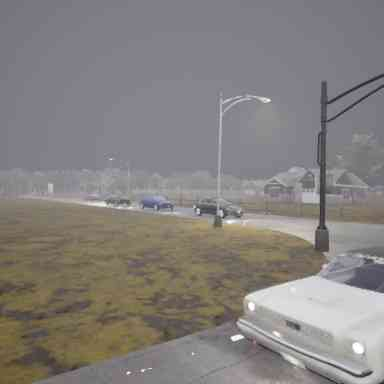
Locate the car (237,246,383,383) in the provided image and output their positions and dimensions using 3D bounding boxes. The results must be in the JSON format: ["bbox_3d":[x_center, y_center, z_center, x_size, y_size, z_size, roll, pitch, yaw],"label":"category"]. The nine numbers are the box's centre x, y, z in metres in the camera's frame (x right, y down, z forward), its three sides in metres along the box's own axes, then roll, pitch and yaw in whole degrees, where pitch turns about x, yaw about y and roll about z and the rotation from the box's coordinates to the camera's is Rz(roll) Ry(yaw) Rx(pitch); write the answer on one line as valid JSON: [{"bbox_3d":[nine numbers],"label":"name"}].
[{"bbox_3d":[2.958,1.602,5.054,4.718,1.301,1.895,0,0,-35],"label":"car"}]

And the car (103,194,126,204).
[{"bbox_3d":[-12.396,1.087,52.991,1.994,1.385,4.181,2,-1,-35],"label":"car"}]

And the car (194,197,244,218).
[{"bbox_3d":[2.056,1.226,26.470,1.837,1.490,4.892,2,0,-35],"label":"car"}]

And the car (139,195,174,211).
[{"bbox_3d":[-3.739,1.083,34.617,1.882,1.535,5.008,2,0,-36],"label":"car"}]

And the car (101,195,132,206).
[{"bbox_3d":[-9.529,1.108,42.770,1.895,1.301,4.718,2,-1,-35],"label":"car"}]

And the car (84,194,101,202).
[{"bbox_3d":[-18.194,1.007,61.142,2.033,1.411,5.357,2,-1,-35],"label":"car"}]
